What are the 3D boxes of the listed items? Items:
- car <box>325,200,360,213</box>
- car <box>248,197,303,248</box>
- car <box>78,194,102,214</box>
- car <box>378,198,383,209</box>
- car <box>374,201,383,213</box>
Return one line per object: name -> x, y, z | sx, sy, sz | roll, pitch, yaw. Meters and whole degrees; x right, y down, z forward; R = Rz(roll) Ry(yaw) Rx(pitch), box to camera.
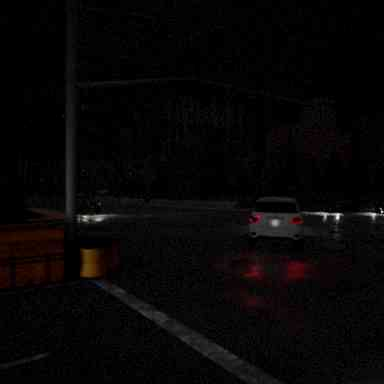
car -> 17.106, 1.591, 37.707 | 4.674, 1.442, 1.812 | 0, 0, -34
car -> 3.844, 1.242, 15.208 | 2.150, 2.045, 5.566 | 1, 0, 15
car -> -11.802, 1.240, 36.839 | 2.150, 2.045, 5.566 | 0, 0, -34
car -> 27.721, 1.487, 45.220 | 5.357, 1.411, 2.033 | -2, 1, -35
car -> 22.211, 1.570, 37.007 | 4.892, 1.490, 1.837 | 0, 0, -36
